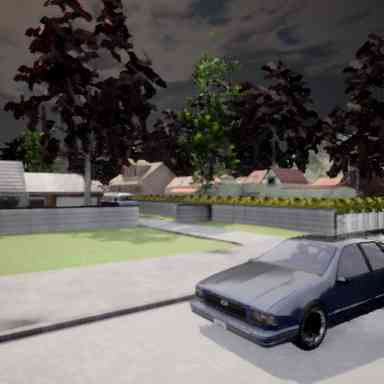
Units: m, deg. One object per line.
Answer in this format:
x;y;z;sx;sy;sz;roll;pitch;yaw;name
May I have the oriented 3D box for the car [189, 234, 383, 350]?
2.582;1.576;6.447;5.357;1.411;2.033;0;0;-35;car
